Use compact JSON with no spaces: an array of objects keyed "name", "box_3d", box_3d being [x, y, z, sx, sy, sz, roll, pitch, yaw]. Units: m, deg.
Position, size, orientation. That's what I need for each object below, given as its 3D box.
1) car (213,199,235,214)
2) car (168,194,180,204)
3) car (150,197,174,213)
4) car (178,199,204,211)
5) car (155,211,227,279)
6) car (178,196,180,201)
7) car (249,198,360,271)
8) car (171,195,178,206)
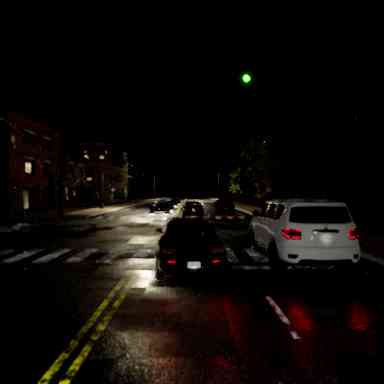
[{"name":"car","box_3d":[3.321,1.460,35.008,1.882,1.535,5.008,0,0,0]},{"name":"car","box_3d":[-3.372,1.323,64.288,2.097,1.767,4.553,0,0,0]},{"name":"car","box_3d":[-3.371,1.546,35.926,1.994,1.385,4.181,0,0,0]},{"name":"car","box_3d":[0.086,1.532,29.947,2.033,1.411,5.357,0,0,0]},{"name":"car","box_3d":[-0.116,1.520,9.967,1.812,1.442,4.674,0,0,-4]},{"name":"car","box_3d":[-3.349,1.539,54.167,1.994,1.385,4.181,0,0,0]},{"name":"car","box_3d":[3.352,1.216,10.997,2.150,2.045,5.566,0,0,0]},{"name":"car","box_3d":[-3.387,1.471,44.705,2.128,1.511,4.902,0,0,0]}]
